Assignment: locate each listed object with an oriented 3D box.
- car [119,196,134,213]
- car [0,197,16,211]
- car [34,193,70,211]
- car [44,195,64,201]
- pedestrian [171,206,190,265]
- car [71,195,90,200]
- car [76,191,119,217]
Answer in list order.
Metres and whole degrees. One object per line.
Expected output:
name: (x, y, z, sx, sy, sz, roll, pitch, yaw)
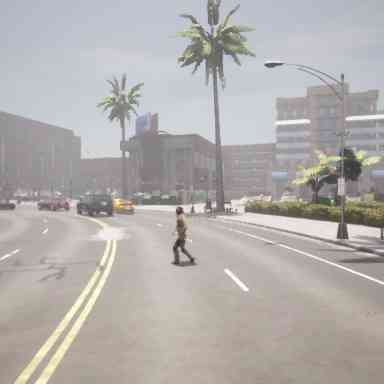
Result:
car: (-8.105, 1.478, 36.154, 1.882, 1.535, 5.008, 0, 0, -38)
car: (-23.884, 1.666, 41.176, 4.718, 1.301, 1.895, 0, 0, 31)
car: (-16.799, 1.352, 40.282, 4.553, 1.767, 2.097, 0, 0, 40)
car: (-33.346, 1.405, 80.228, 4.193, 1.474, 1.816, 0, 0, 18)
pedestrian: (-0.364, 1.294, 10.221, 0.375, 1.860, 0.375, 0, 0, -9)
car: (-30.280, 1.574, 90.273, 4.718, 1.301, 1.895, 0, 0, 18)
car: (-9.450, 1.221, 32.216, 2.150, 2.045, 5.566, 0, 0, -35)
